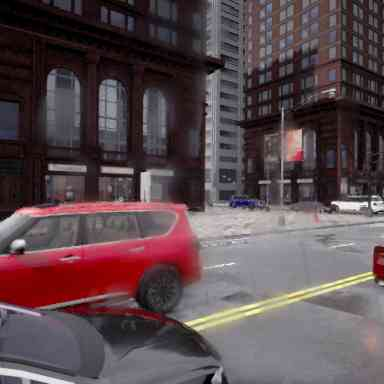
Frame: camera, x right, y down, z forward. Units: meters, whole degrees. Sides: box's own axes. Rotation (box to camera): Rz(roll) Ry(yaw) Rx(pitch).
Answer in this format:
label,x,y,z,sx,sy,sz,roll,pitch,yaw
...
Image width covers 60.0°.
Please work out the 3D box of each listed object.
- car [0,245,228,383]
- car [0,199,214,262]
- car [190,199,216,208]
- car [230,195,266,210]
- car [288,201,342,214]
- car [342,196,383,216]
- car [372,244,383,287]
label,x,y,z,sx,sy,sz,roll,pitch,yaw
car,-1.902,1.492,2.088,4.902,1.511,2.128,0,0,-35
car,-2.373,1.222,5.985,5.566,2.045,2.150,0,0,-35
car,1.706,1.831,53.600,1.994,1.385,4.181,1,-1,-35
car,7.524,1.442,45.406,2.150,2.045,5.566,1,-1,-35
car,13.402,1.721,37.129,2.033,1.411,5.357,1,-1,-35
car,17.661,1.414,35.879,2.150,2.045,5.566,0,0,-33
car,6.271,1.488,7.905,5.008,1.535,1.882,0,0,-35
